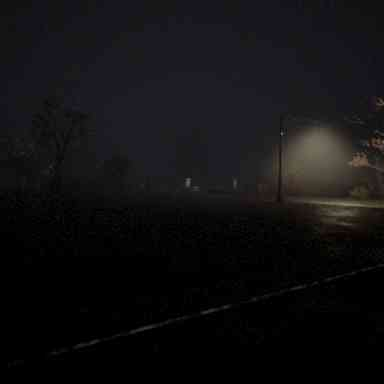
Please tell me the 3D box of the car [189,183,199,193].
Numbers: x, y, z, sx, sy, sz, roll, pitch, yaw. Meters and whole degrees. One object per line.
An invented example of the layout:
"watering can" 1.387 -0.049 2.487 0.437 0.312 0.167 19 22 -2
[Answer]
"car" -0.642 -0.958 71.995 2.150 2.045 5.566 0 2 -36

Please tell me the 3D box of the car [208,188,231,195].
"car" 5.176 -0.157 63.875 1.895 1.301 4.718 0 2 -36
